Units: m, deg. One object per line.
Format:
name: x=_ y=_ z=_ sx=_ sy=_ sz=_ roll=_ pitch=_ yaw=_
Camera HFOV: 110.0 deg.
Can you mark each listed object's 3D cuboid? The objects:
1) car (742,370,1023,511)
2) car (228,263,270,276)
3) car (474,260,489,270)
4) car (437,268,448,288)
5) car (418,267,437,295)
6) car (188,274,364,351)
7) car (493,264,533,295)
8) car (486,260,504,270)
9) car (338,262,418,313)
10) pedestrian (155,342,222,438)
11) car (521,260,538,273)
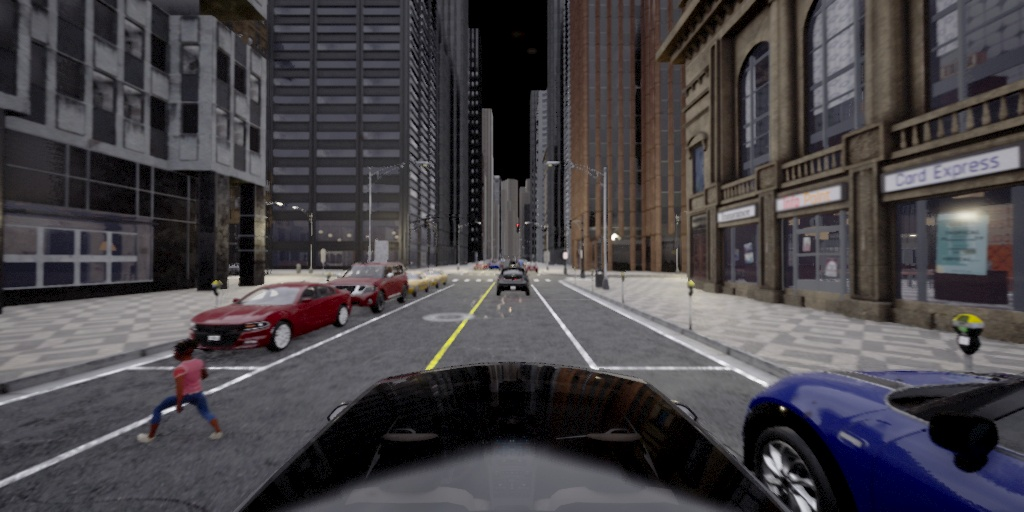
car: x=2.999 y=1.097 z=1.181 sx=2.097 sy=1.767 sz=4.553 roll=0 pitch=0 yaw=0
car: x=-28.009 y=1.485 z=37.619 sx=4.674 sy=1.442 sz=1.812 roll=0 pitch=-1 yaw=0
car: x=-5.698 y=1.707 z=63.968 sx=1.967 sy=1.591 sz=4.097 roll=0 pitch=0 yaw=0
car: x=-5.738 y=1.475 z=25.807 sx=1.751 sy=1.417 sz=4.829 roll=0 pitch=0 yaw=0
car: x=-5.743 y=1.429 z=20.205 sx=1.751 sy=1.417 sz=4.829 roll=0 pitch=0 yaw=0
car: x=-5.755 y=1.356 z=9.172 sx=1.888 sy=1.381 sz=4.507 roll=0 pitch=0 yaw=0
car: x=0.075 y=1.411 z=20.885 sx=1.837 sy=1.490 sz=4.892 roll=0 pitch=-1 yaw=1
car: x=-2.968 y=1.864 z=63.499 sx=1.895 sy=1.301 sz=4.718 roll=0 pitch=0 yaw=1
car: x=-5.749 y=1.172 z=14.774 sx=2.192 sy=1.841 sz=5.009 roll=0 pitch=0 yaw=0
pedestrian: x=-3.570 y=1.063 z=3.998 sx=0.375 sy=1.860 sz=0.375 roll=0 pitch=-1 yaw=0
car: x=2.815 y=1.612 z=52.761 sx=1.967 sy=1.591 sz=4.097 roll=0 pitch=0 yaw=0
